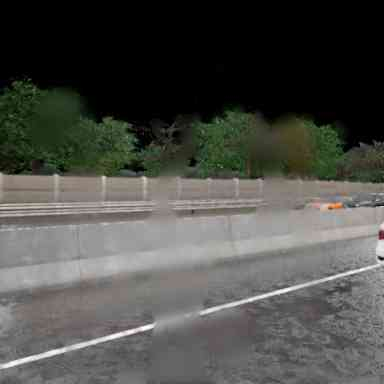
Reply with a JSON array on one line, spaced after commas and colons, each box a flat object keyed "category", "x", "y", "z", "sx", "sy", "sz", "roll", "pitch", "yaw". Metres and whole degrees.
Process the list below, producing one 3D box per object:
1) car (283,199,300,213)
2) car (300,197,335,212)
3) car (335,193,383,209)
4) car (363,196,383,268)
[{"category": "car", "x": 11.183, "y": 1.386, "z": 33.349, "sx": 4.892, "sy": 1.490, "sz": 1.837, "roll": 0, "pitch": 0, "yaw": -35}, {"category": "car", "x": 12.264, "y": 1.238, "z": 29.831, "sx": 4.553, "sy": 1.767, "sz": 2.097, "roll": 0, "pitch": 0, "yaw": -35}, {"category": "car", "x": 14.372, "y": 1.110, "z": 27.039, "sx": 5.566, "sy": 2.045, "sz": 2.150, "roll": 0, "pitch": 0, "yaw": -35}, {"category": "car", "x": 7.080, "y": 1.178, "z": 8.780, "sx": 5.566, "sy": 2.045, "sz": 2.150, "roll": 0, "pitch": 0, "yaw": -35}]
